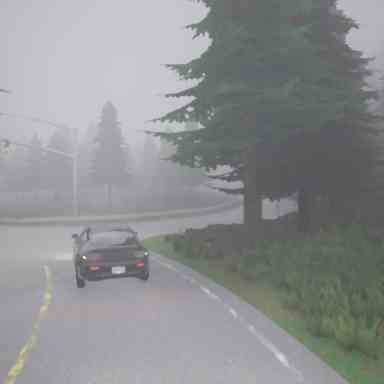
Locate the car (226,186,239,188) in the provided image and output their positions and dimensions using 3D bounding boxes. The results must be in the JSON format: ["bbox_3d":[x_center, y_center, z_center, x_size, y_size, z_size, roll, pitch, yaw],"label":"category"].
[{"bbox_3d":[8.229,-0.338,56.973,1.837,1.490,4.892,0,4,-19],"label":"car"}]

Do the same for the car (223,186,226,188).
[{"bbox_3d":[6.293,-1.070,67.041,1.994,1.385,4.181,0,4,-1],"label":"car"}]

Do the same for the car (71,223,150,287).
[{"bbox_3d":[-2.482,1.640,9.769,1.812,1.442,4.674,0,-1,-20],"label":"car"}]

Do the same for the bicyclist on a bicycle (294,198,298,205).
[{"bbox_3d":[8.803,1.144,27.340,1.656,1.620,0.582,-15,-6,39],"label":"bicyclist on a bicycle"}]
